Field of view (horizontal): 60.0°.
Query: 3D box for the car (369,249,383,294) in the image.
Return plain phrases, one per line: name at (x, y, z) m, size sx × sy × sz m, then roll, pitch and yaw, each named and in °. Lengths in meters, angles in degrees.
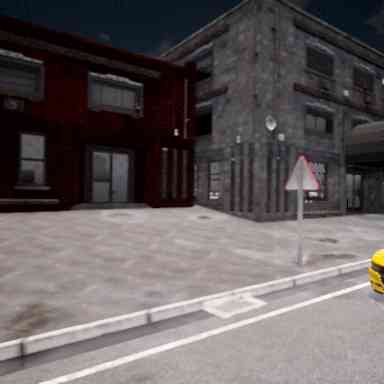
car at (6.056, 1.504, 7.717) m, size 5.008 × 1.535 × 1.882 m, roll 0°, pitch 0°, yaw -36°
